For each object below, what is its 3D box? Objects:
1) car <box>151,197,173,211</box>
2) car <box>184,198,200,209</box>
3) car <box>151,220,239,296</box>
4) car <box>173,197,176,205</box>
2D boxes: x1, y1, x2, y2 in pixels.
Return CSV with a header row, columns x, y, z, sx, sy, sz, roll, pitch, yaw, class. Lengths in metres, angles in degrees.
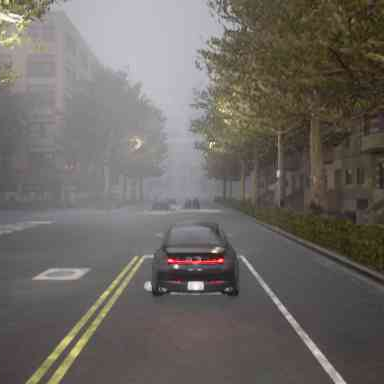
x,y,z,sx,sy,sz,roll,pitch,yaw,class
-3.689,1.422,39.897,1.882,1.535,5.008,0,0,1,car
0.007,1.463,44.515,1.812,1.442,4.674,0,0,0,car
0.072,1.493,8.599,1.837,1.490,4.892,0,0,0,car
-3.661,1.523,55.657,1.895,1.301,4.718,0,0,0,car
